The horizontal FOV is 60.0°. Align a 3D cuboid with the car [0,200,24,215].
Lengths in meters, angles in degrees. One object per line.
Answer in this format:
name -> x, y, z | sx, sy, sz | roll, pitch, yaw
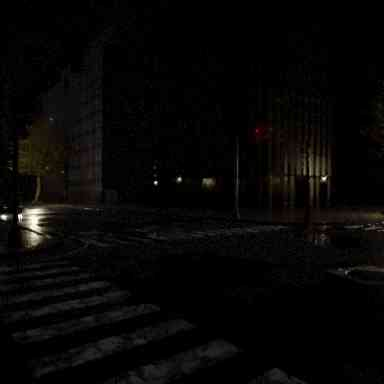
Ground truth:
car -> -21.735, 1.712, 39.876 | 2.097, 1.767, 4.553 | 0, -1, -38
